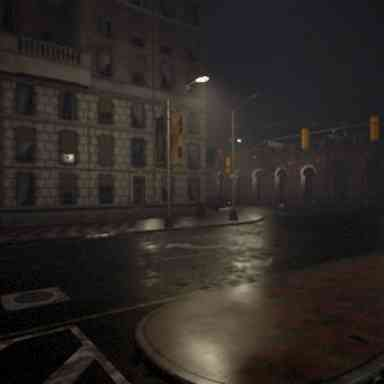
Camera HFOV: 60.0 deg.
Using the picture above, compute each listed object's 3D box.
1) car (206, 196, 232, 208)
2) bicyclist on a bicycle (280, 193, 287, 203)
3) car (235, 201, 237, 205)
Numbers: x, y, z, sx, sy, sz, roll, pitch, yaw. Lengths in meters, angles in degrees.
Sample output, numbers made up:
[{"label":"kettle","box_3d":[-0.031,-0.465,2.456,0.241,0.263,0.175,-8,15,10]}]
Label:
[{"label":"car","box_3d":[2.531,1.391,43.832,2.033,1.411,5.357,0,0,-36]},{"label":"bicyclist on a bicycle","box_3d":[15.548,1.042,56.502,1.656,1.620,0.582,-1,0,-36]},{"label":"car","box_3d":[4.255,1.328,47.438,1.837,1.490,4.892,0,1,-36]}]
